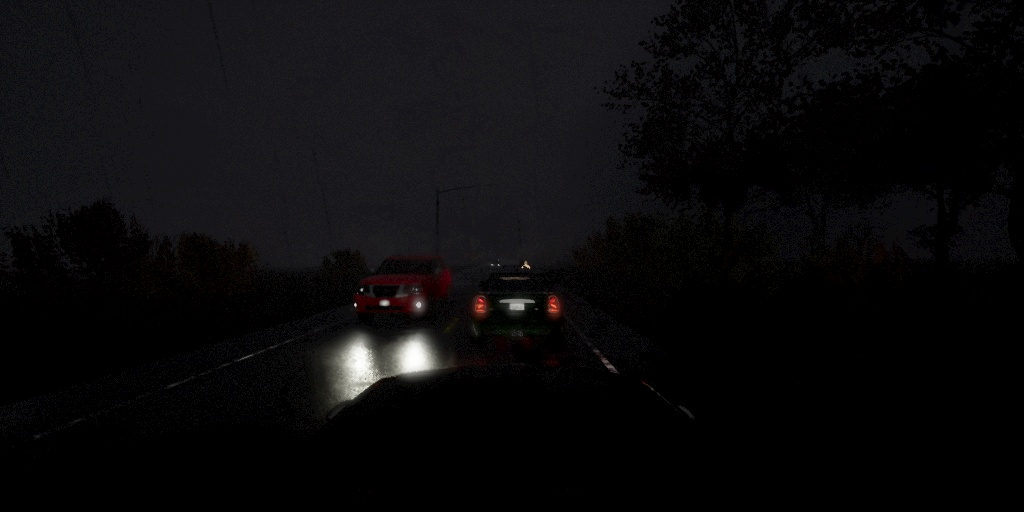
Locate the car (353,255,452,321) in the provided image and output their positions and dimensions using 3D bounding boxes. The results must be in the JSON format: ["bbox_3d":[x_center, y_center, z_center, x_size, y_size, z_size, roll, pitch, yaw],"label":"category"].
[{"bbox_3d":[-3.578,0.967,12.838,2.150,2.045,5.566,0,0,0],"label":"car"}]

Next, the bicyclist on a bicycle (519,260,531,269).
[{"bbox_3d":[0.985,1.177,25.563,0.866,1.612,1.509,0,0,1],"label":"bicyclist on a bicycle"}]

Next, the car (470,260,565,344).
[{"bbox_3d":[0.116,1.099,9.740,2.097,1.767,4.553,0,0,0],"label":"car"}]
